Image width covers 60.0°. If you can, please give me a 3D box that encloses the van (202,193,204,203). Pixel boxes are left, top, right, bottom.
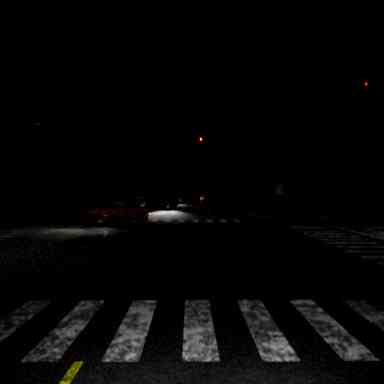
[{"bbox_3d":[3.015,1.304,56.093,1.690,1.788,3.998,0,0,0],"label":"van"}]

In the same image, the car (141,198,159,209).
[{"bbox_3d":[-5.581,1.537,44.805,1.947,1.339,4.313,0,0,0],"label":"car"}]

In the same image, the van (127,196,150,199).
[{"bbox_3d":[-5.653,1.319,33.469,1.690,1.788,3.998,0,0,0],"label":"van"}]

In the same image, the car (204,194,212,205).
[{"bbox_3d":[2.944,1.412,44.755,1.967,1.590,4.097,0,0,0],"label":"car"}]

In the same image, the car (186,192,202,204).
[{"bbox_3d":[0.395,1.178,63.440,2.150,2.045,5.566,0,0,0],"label":"car"}]

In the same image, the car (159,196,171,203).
[{"bbox_3d":[-5.438,1.519,67.478,1.947,1.339,4.313,0,0,0],"label":"car"}]

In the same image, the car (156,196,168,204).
[{"bbox_3d":[-5.475,1.484,61.640,1.752,1.417,4.829,0,0,0],"label":"car"}]

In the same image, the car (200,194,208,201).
[{"bbox_3d":[2.846,1.397,79.603,1.801,1.575,5.366,0,0,0],"label":"car"}]

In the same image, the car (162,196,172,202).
[{"bbox_3d":[-5.403,1.492,73.145,1.887,1.381,4.507,0,0,0],"label":"car"}]

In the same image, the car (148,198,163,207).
[{"bbox_3d":[-5.546,1.549,50.474,1.802,1.307,4.206,0,0,0],"label":"car"}]

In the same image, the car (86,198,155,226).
[{"bbox_3d":[-5.096,1.461,23.433,1.882,1.535,5.008,2,1,33],"label":"car"}]

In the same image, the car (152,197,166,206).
[{"bbox_3d":[-5.510,1.529,56.142,1.947,1.339,4.313,0,0,0],"label":"car"}]

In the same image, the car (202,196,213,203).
[{"bbox_3d":[3.087,1.504,67.432,2.008,1.369,4.403,0,0,0],"label":"car"}]

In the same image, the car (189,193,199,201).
[{"bbox_3d":[0.460,1.134,73.799,2.097,1.767,4.553,0,0,0],"label":"car"}]

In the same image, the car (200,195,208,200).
[{"bbox_3d":[3.230,1.494,90.109,1.947,1.339,4.313,0,0,0],"label":"car"}]

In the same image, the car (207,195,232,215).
[{"bbox_3d":[2.873,1.418,33.417,1.967,1.590,4.097,0,0,0],"label":"car"}]

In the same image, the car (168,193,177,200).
[{"bbox_3d":[-5.296,1.243,90.151,2.192,1.841,5.009,0,0,0],"label":"car"}]

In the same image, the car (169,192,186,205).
[{"bbox_3d":[-2.713,1.313,58.335,2.097,1.767,4.553,0,0,1],"label":"car"}]

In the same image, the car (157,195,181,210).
[{"bbox_3d":[-2.845,1.465,41.586,2.128,1.511,4.902,0,0,0],"label":"car"}]

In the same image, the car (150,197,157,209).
[{"bbox_3d":[-5.617,1.415,39.137,1.967,1.590,4.097,0,0,0],"label":"car"}]
